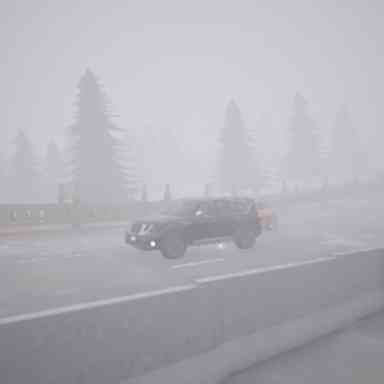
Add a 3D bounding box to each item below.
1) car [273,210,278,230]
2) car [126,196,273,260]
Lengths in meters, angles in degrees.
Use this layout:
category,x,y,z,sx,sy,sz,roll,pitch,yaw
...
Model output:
category,x,y,z,sx,sy,sz,roll,pitch,yaw
car,2.706,1.308,18.812,4.553,1.767,2.097,-1,1,-35
car,0.282,1.206,12.785,5.566,2.045,2.150,0,0,-35
